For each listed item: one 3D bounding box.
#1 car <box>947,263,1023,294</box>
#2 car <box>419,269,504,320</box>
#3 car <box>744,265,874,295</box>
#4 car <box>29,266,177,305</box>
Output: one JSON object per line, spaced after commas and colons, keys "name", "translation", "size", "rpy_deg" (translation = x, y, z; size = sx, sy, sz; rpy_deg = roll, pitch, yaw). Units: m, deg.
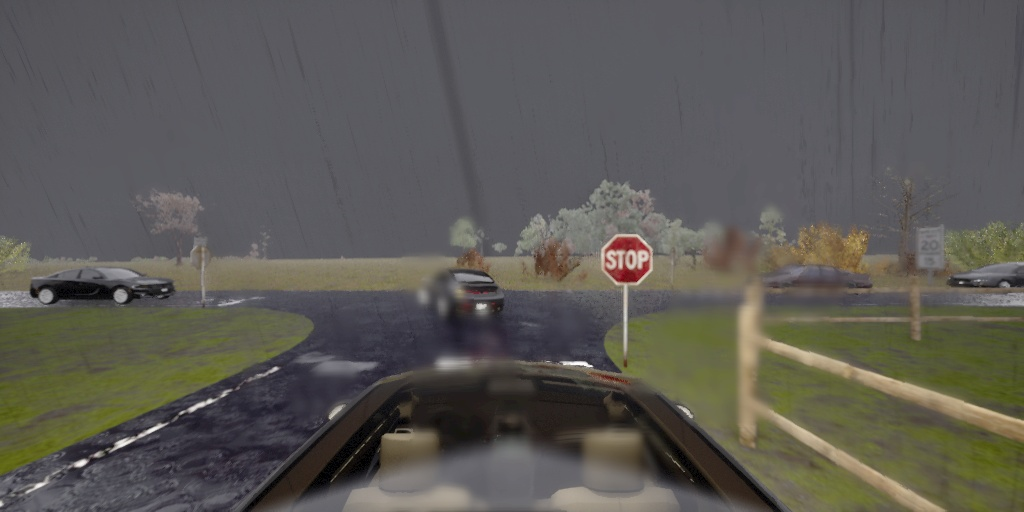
{"name": "car", "translation": [25.014, 1.097, 18.026], "size": [4.892, 1.490, 1.837], "rpy_deg": [0, 0, 1]}
{"name": "car", "translation": [-1.875, 1.194, 12.529], "size": [1.837, 1.490, 4.892], "rpy_deg": [1, 0, -25]}
{"name": "car", "translation": [14.901, 1.160, 18.112], "size": [5.357, 1.411, 2.033], "rpy_deg": [0, 0, 0]}
{"name": "car", "translation": [-17.399, 1.192, 15.411], "size": [5.008, 1.535, 1.882], "rpy_deg": [0, 0, 1]}
